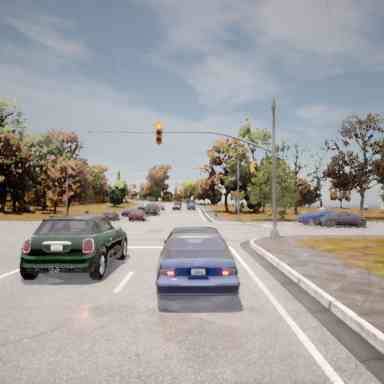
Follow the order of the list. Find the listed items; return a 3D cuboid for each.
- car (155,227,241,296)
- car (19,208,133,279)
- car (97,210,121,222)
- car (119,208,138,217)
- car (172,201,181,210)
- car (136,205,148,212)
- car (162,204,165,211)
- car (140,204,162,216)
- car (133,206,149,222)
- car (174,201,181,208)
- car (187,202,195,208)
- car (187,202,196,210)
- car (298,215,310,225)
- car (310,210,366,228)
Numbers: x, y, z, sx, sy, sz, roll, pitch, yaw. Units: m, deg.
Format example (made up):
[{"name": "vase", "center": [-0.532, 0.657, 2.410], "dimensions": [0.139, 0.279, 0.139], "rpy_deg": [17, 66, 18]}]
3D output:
[{"name": "car", "center": [0.074, 1.646, 8.955], "dimensions": [2.033, 1.411, 5.357], "rpy_deg": [0, -1, -1]}, {"name": "car", "center": [-3.437, 1.487, 10.572], "dimensions": [2.097, 1.767, 4.553], "rpy_deg": [0, -1, 0]}, {"name": "car", "center": [-10.684, 3.060, 43.000], "dimensions": [1.994, 1.385, 4.181], "rpy_deg": [0, -2, 0]}, {"name": "car", "center": [-10.697, 3.437, 56.441], "dimensions": [2.033, 1.411, 5.357], "rpy_deg": [0, -1, 0]}, {"name": "car", "center": [-3.660, 3.546, 77.891], "dimensions": [1.895, 1.301, 4.718], "rpy_deg": [0, 0, 0]}, {"name": "car", "center": [-10.647, 3.576, 71.787], "dimensions": [1.895, 1.301, 4.718], "rpy_deg": [0, 0, 0]}, {"name": "car", "center": [-7.152, 3.496, 74.464], "dimensions": [2.128, 1.511, 4.902], "rpy_deg": [0, 0, 0]}, {"name": "car", "center": [-7.184, 3.149, 58.868], "dimensions": [2.150, 2.045, 5.566], "rpy_deg": [0, -1, 2]}, {"name": "car", "center": [-6.992, 2.951, 42.501], "dimensions": [1.882, 1.535, 5.008], "rpy_deg": [0, -2, -3]}, {"name": "car", "center": [-3.774, 3.257, 87.924], "dimensions": [1.837, 1.490, 4.892], "rpy_deg": [0, 0, -4]}, {"name": "car", "center": [-0.275, 3.313, 88.016], "dimensions": [1.994, 1.385, 4.181], "rpy_deg": [0, 0, -4]}, {"name": "car", "center": [-0.160, 3.474, 77.833], "dimensions": [1.812, 1.442, 4.674], "rpy_deg": [0, 0, 0]}, {"name": "car", "center": [13.175, 2.529, 33.185], "dimensions": [5.008, 1.535, 1.882], "rpy_deg": [-1, -3, -1]}, {"name": "car", "center": [13.185, 2.453, 29.696], "dimensions": [4.181, 1.385, 1.994], "rpy_deg": [0, -3, -2]}]
